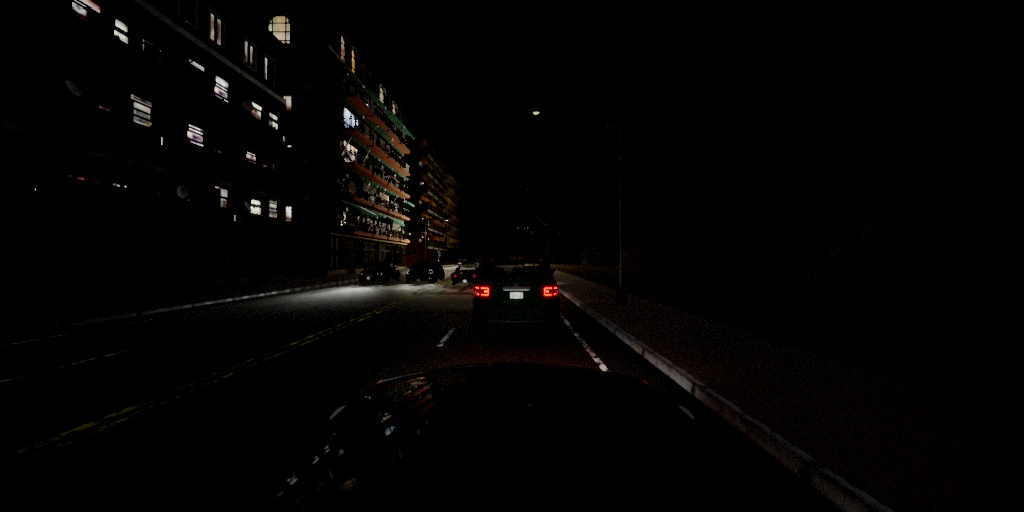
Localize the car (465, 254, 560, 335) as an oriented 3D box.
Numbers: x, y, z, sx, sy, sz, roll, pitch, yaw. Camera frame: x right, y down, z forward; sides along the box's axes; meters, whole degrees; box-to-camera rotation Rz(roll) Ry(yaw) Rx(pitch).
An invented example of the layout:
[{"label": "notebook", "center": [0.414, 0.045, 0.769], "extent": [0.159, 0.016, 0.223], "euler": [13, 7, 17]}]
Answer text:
[{"label": "car", "center": [0.116, 0.973, 10.693], "extent": [2.150, 2.045, 5.566], "euler": [0, 0, 0]}]

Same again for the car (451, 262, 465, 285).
[{"label": "car", "center": [-3.091, 1.353, 25.887], "extent": [1.895, 1.301, 4.718], "euler": [0, 0, 0]}]

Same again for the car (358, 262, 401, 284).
[{"label": "car", "center": [-9.788, 1.244, 26.895], "extent": [2.128, 1.511, 4.902], "euler": [0, 0, 0]}]

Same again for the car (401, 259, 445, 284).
[{"label": "car", "center": [-6.537, 1.104, 27.290], "extent": [2.097, 1.767, 4.553], "euler": [0, 0, 0]}]

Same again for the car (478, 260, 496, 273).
[{"label": "car", "center": [-3.045, 1.229, 44.245], "extent": [1.882, 1.535, 5.008], "euler": [0, 0, 0]}]
